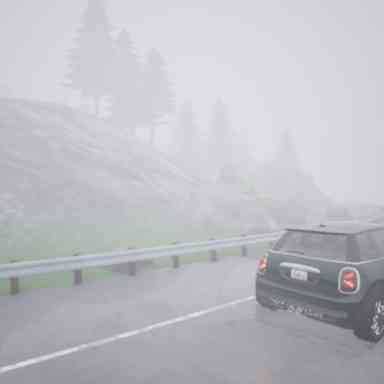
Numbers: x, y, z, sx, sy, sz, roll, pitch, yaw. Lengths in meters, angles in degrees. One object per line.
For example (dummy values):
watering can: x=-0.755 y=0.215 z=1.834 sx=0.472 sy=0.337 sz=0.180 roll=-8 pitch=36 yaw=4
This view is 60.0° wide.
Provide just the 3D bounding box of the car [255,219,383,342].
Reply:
car: x=3.378 y=1.372 z=6.804 sx=4.553 sy=1.767 sz=2.097 roll=0 pitch=0 yaw=-40
